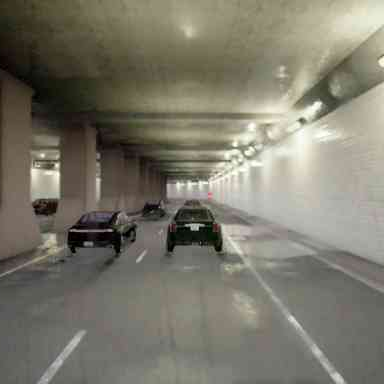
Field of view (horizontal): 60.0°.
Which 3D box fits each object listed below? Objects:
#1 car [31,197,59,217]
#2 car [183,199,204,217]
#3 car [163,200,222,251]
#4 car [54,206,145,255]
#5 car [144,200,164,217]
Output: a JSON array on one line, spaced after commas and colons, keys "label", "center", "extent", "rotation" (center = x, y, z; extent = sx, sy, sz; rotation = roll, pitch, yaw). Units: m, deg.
[{"label": "car", "center": [-14.100, 1.360, 31.731], "extent": [2.097, 1.767, 4.553], "rotation": [0, 0, 0]}, {"label": "car", "center": [0.094, 1.486, 32.240], "extent": [1.882, 1.535, 5.008], "rotation": [0, 0, 0]}, {"label": "car", "center": [0.099, 1.356, 14.328], "extent": [2.097, 1.767, 4.553], "rotation": [0, 0, 0]}, {"label": "car", "center": [-3.402, 1.495, 13.386], "extent": [2.128, 1.511, 4.902], "rotation": [0, 0, 0]}, {"label": "car", "center": [-3.405, 1.499, 30.645], "extent": [2.128, 1.511, 4.902], "rotation": [0, 0, 0]}]
